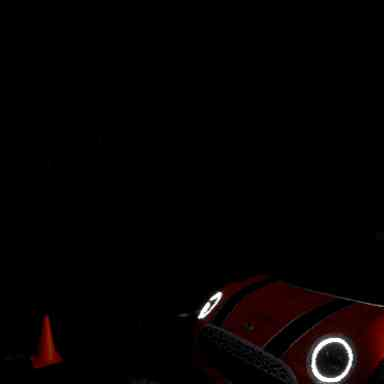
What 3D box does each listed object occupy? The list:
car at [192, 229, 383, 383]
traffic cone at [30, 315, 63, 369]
[{"bbox_3d":[2.220,1.359,4.405,4.553,1.767,2.097,0,0,-35],"label":"car"},{"bbox_3d":[-1.949,1.952,4.448,0.340,0.580,0.340,0,0,-35],"label":"traffic cone"}]
